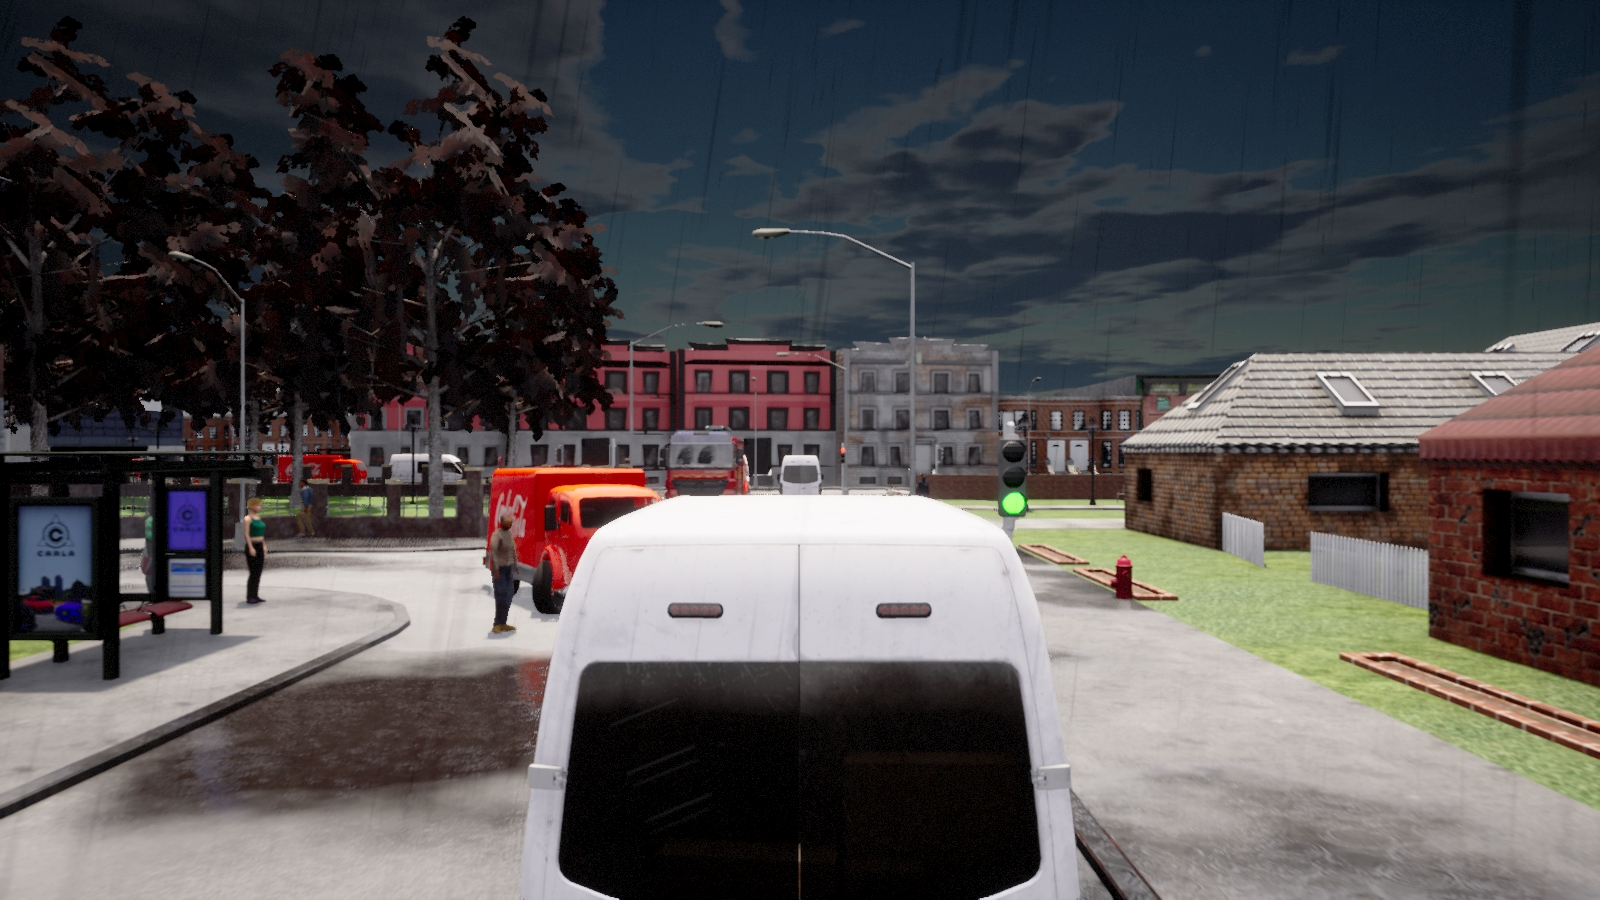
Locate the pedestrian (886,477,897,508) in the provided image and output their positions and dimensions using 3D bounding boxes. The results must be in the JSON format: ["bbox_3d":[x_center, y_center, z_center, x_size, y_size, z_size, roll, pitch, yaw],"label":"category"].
[{"bbox_3d":[3.927,1.808,48.975,0.375,1.300,0.375,0,0,21],"label":"pedestrian"}]

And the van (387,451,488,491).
[{"bbox_3d":[-23.573,1.320,74.388,5.915,2.561,1.988,0,0,0],"label":"van"}]

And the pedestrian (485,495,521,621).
[{"bbox_3d":[-4.516,1.630,17.376,0.375,1.860,0.375,0,0,23],"label":"pedestrian"}]

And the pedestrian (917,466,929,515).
[{"bbox_3d":[4.673,1.527,43.444,0.375,1.860,0.375,0,0,-6],"label":"pedestrian"}]

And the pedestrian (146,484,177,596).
[{"bbox_3d":[-10.885,1.517,19.482,0.375,1.860,0.375,0,0,-45],"label":"pedestrian"}]

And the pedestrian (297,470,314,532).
[{"bbox_3d":[-14.913,1.528,34.464,0.375,1.860,0.375,0,0,-2],"label":"pedestrian"}]

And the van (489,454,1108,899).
[{"bbox_3d":[-0.005,1.315,6.624,1.988,2.561,5.915,0,0,0],"label":"van"}]

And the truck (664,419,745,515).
[{"bbox_3d":[-4.025,0.674,49.940,2.891,3.827,8.468,0,0,0],"label":"truck"}]

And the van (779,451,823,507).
[{"bbox_3d":[0.022,1.318,54.614,1.988,2.561,5.915,0,0,0],"label":"van"}]

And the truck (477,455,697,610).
[{"bbox_3d":[-4.148,1.350,21.413,2.627,2.467,5.204,0,0,-28],"label":"truck"}]

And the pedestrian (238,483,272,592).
[{"bbox_3d":[-9.486,1.518,19.886,0.375,1.860,0.375,0,0,15],"label":"pedestrian"}]
